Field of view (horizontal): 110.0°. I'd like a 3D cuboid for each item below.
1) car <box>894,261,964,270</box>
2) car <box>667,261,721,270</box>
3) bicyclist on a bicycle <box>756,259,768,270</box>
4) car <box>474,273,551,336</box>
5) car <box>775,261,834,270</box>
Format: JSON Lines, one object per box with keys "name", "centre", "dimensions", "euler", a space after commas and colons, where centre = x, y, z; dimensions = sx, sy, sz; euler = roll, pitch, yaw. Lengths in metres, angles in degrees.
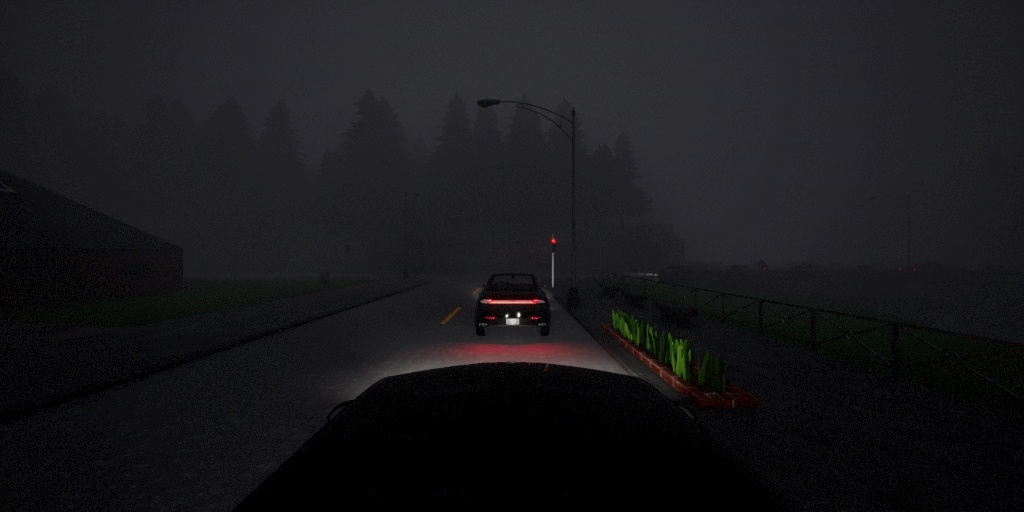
{"name": "car", "centre": [40.461, 1.351, 34.637], "dimensions": [4.718, 1.301, 1.895], "euler": [0, 0, 0]}
{"name": "car", "centre": [19.577, 1.297, 38.793], "dimensions": [5.357, 1.411, 2.033], "euler": [0, 0, 0]}
{"name": "bicyclist on a bicycle", "centre": [21.220, 1.099, 30.390], "dimensions": [0.582, 1.620, 1.656], "euler": [0, 0, 0]}
{"name": "car", "centre": [0.022, 1.242, 10.375], "dimensions": [2.128, 1.511, 4.902], "euler": [0, 0, 0]}
{"name": "car", "centre": [31.518, 1.298, 38.758], "dimensions": [5.357, 1.411, 2.033], "euler": [0, 0, 0]}
